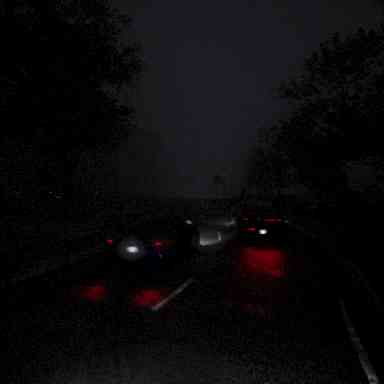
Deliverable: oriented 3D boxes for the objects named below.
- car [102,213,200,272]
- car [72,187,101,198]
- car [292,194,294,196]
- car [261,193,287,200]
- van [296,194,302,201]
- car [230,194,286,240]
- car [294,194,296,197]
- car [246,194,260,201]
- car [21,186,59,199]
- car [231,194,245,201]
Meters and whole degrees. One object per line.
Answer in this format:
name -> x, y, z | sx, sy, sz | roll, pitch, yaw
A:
car -> -1.043, 1.334, 10.203 | 1.994, 1.385, 4.181 | 1, 2, 13
car -> -13.315, 0.028, 41.007 | 4.181, 1.385, 1.994 | 1, 3, 28
car -> 17.432, 1.258, 67.822 | 5.366, 1.575, 1.946 | 1, -1, 23
car -> 13.310, 0.886, 57.608 | 4.892, 1.521, 2.231 | 1, -2, 23
van -> 25.219, 1.573, 85.462 | 4.442, 1.987, 1.878 | 1, -1, 23
car -> 2.800, 1.101, 14.602 | 1.837, 1.490, 4.892 | 1, 3, 4
car -> 19.718, 1.309, 72.831 | 4.553, 1.767, 2.185 | 1, -1, 23
car -> 13.114, 1.210, 71.355 | 1.882, 1.535, 5.008 | 1, -1, 23
car -> -18.014, -0.006, 39.400 | 4.674, 1.442, 1.812 | 3, 3, 19
car -> 10.121, 1.176, 72.620 | 1.837, 1.490, 4.892 | 1, -1, 23
